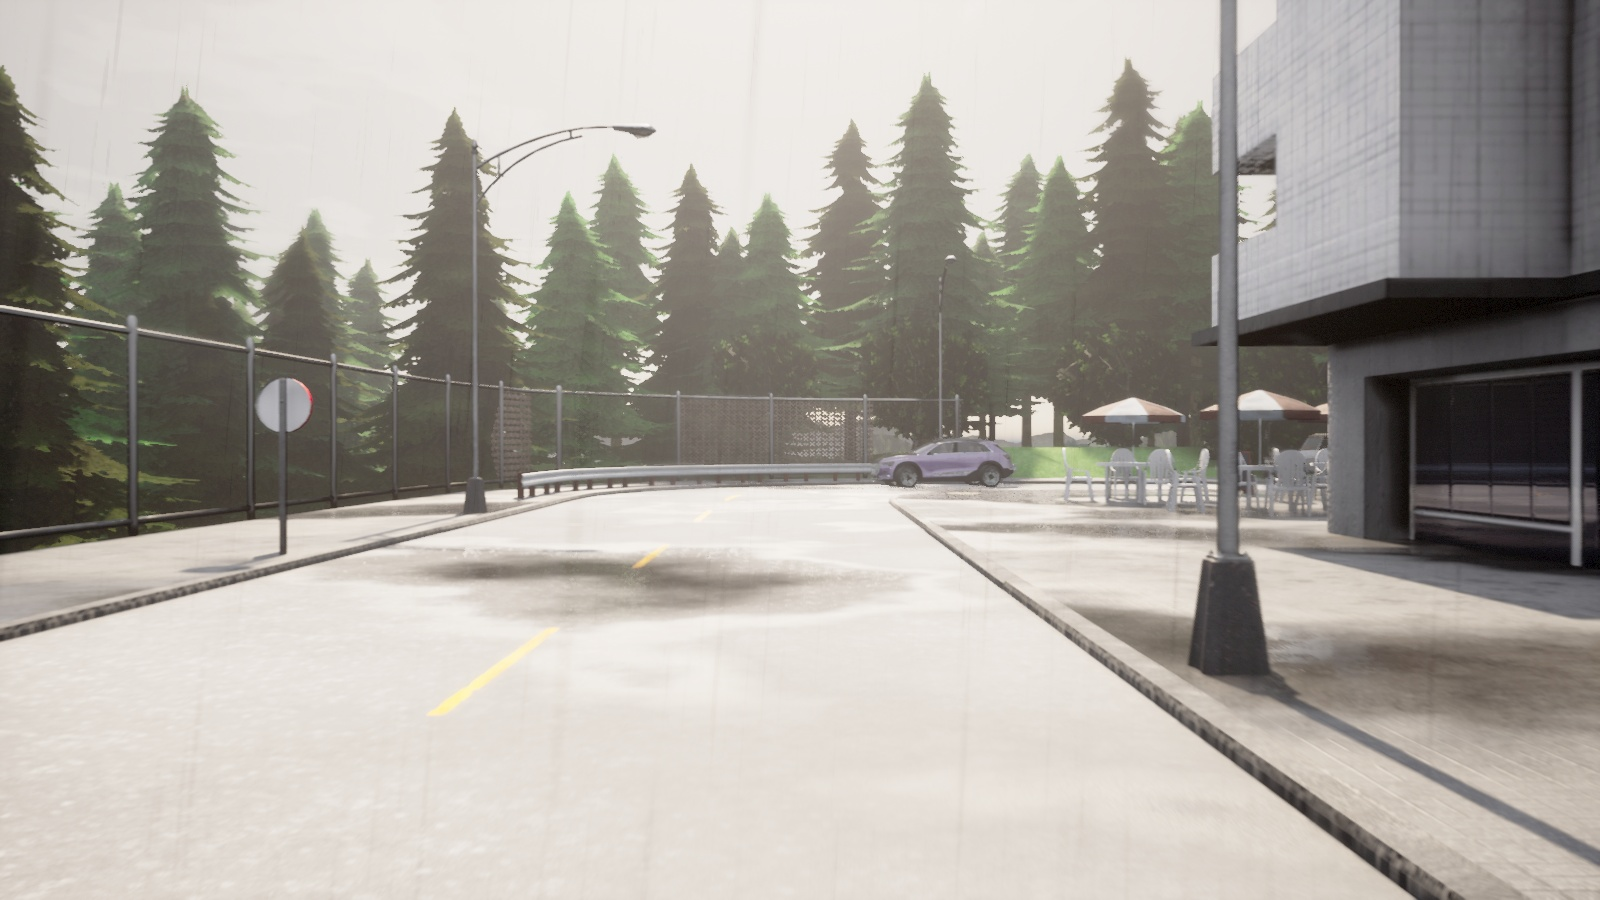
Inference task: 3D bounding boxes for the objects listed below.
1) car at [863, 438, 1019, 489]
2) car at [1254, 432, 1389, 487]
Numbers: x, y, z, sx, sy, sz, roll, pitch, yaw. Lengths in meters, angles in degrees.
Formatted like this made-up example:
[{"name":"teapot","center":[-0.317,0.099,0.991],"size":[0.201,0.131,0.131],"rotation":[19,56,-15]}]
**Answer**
[{"name":"car","center":[4.751,0.442,42.501],"size":[4.856,1.649,2.033],"rotation":[0,0,-13]},{"name":"car","center":[17.900,0.313,43.229],"size":[3.866,1.878,1.905],"rotation":[0,0,0]}]
